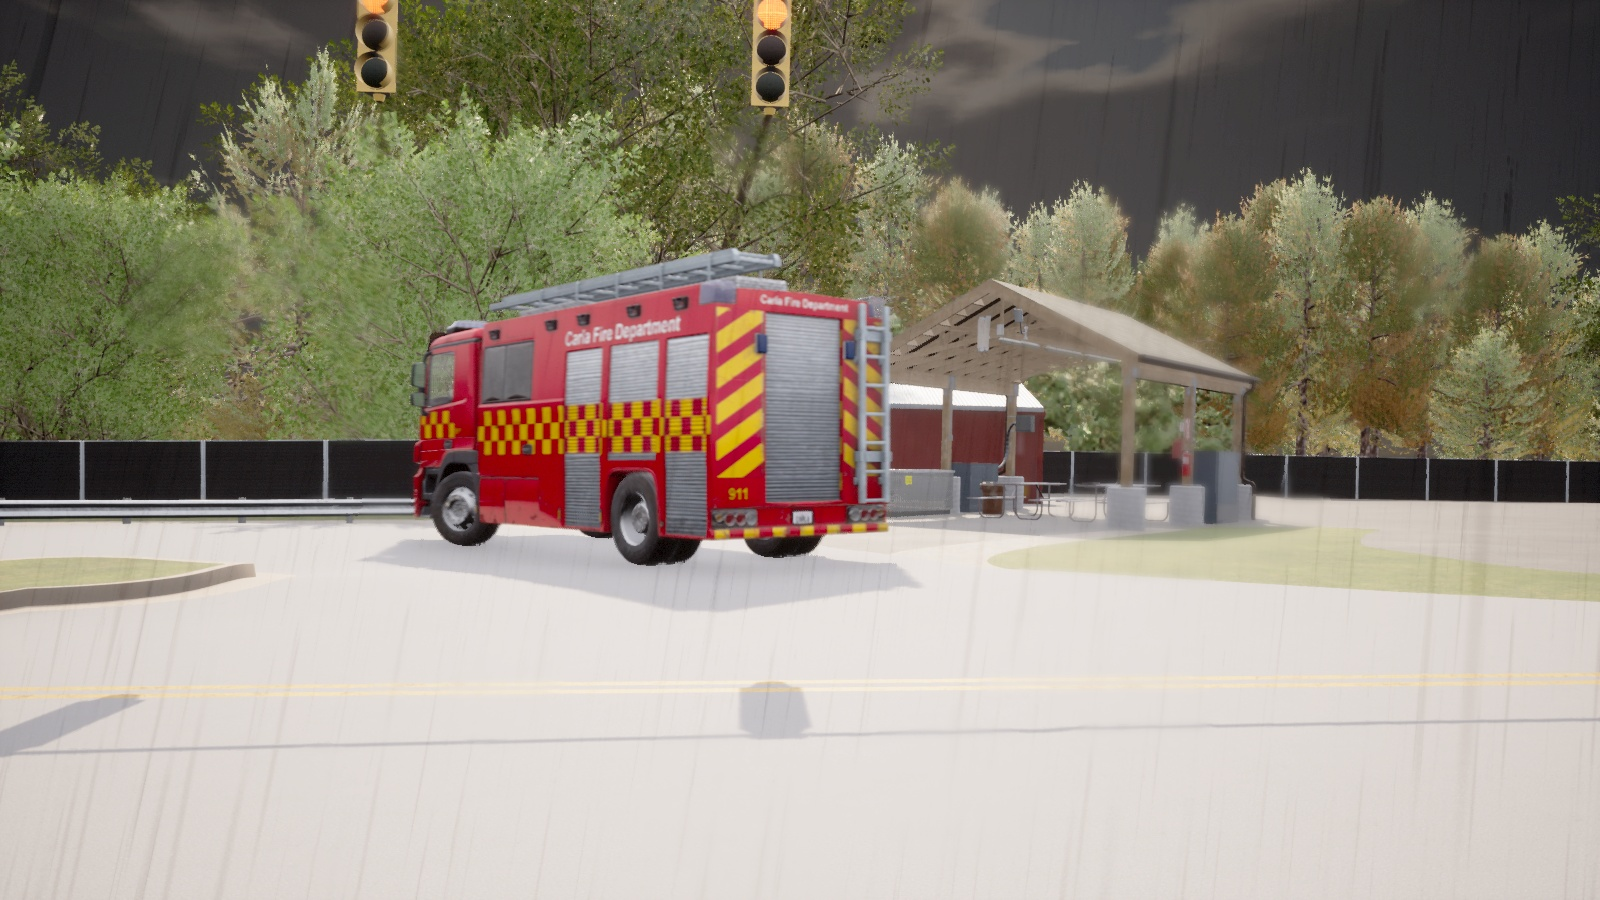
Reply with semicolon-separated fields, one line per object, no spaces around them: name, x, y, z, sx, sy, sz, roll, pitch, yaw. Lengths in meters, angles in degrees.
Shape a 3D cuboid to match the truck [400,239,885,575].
truck;-2.756;-0.452;18.475;2.891;3.827;8.468;0;-1;-41
